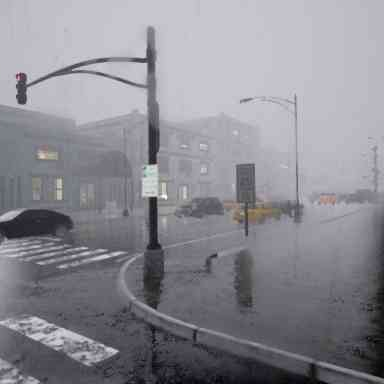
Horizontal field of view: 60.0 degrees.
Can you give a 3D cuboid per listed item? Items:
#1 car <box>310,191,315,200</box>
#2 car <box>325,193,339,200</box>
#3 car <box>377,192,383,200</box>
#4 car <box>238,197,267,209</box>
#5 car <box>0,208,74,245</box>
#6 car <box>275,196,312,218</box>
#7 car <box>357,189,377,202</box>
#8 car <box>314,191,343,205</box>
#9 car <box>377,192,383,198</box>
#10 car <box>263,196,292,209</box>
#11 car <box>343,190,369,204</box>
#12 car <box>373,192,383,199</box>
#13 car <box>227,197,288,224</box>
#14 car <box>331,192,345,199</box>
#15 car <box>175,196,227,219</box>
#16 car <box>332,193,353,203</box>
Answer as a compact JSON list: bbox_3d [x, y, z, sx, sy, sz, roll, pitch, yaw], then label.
[{"bbox_3d":[23.551,0.768,62.418,2.192,1.841,5.009,-1,0,36],"label":"car"},{"bbox_3d":[30.058,0.935,71.371,1.802,1.307,4.206,-1,0,36],"label":"car"},{"bbox_3d":[33.580,0.569,61.967,2.192,1.841,5.009,-1,0,36],"label":"car"},{"bbox_3d":[7.294,1.293,40.037,1.802,1.307,4.206,-1,0,36],"label":"car"},{"bbox_3d":[-7.641,1.466,15.089,1.812,1.442,4.674,-1,0,36],"label":"car"},{"bbox_3d":[7.566,1.217,26.158,2.008,1.369,4.403,-1,0,36],"label":"car"},{"bbox_3d":[26.971,0.576,52.180,2.150,2.045,5.566,-1,0,36],"label":"car"},{"bbox_3d":[19.248,0.845,46.662,2.097,1.767,4.553,-1,0,35],"label":"car"},{"bbox_3d":[43.165,0.651,75.143,1.887,1.381,4.507,-1,0,36],"label":"car"},{"bbox_3d":[10.268,1.215,39.704,1.994,1.385,4.181,-1,0,36],"label":"car"},{"bbox_3d":[22.875,0.924,46.468,1.837,1.490,4.892,-1,0,36],"label":"car"},{"bbox_3d":[40.088,0.720,70.920,1.947,1.339,4.313,-1,0,36],"label":"car"},{"bbox_3d":[4.413,1.242,21.819,1.752,1.417,4.829,-1,0,36],"label":"car"},{"bbox_3d":[33.309,0.743,75.846,1.967,1.590,4.097,-1,0,36],"label":"car"},{"bbox_3d":[0.617,1.157,26.460,2.097,1.767,4.553,-1,0,36],"label":"car"},{"bbox_3d":[24.494,0.901,53.884,2.128,1.511,4.902,-1,0,36],"label":"car"}]
